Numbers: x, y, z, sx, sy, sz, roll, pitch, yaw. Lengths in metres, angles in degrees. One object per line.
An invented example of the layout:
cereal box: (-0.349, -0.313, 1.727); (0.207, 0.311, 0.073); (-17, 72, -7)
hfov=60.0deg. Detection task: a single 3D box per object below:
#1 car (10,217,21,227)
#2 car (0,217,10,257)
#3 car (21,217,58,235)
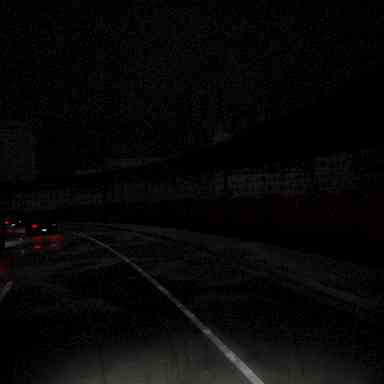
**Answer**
car: (-21.602, 3.597, 39.348); (1.895, 1.301, 4.718); (-3, -2, -40)
car: (-9.735, 1.963, 15.054); (2.097, 1.767, 4.553); (-3, -1, -26)
car: (-11.948, 2.612, 26.184); (1.895, 1.301, 4.718); (-3, -2, -31)
